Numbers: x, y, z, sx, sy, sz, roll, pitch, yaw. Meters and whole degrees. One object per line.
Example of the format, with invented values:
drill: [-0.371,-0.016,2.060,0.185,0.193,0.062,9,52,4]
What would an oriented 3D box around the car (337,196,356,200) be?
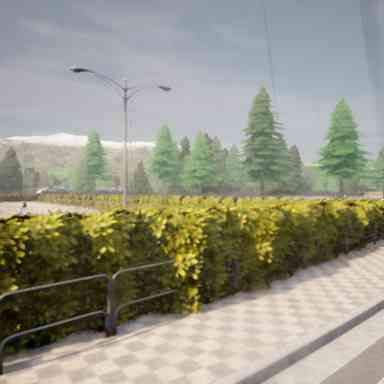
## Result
car: [33.390,1.623,70.945,2.128,1.511,4.902,0,0,5]

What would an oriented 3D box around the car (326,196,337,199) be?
car: [34.270,1.634,81.297,1.895,1.301,4.718,0,0,5]
